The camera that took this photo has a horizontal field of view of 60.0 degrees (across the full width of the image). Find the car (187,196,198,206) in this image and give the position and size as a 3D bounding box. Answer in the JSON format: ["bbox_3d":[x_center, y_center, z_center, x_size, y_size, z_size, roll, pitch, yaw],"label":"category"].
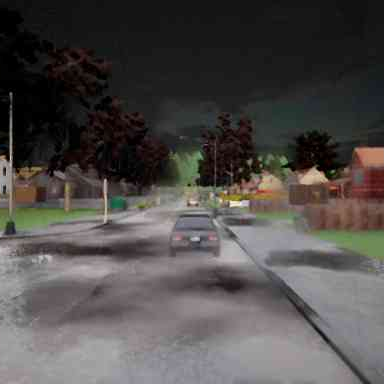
[{"bbox_3d":[0.095,1.813,58.385,1.895,1.301,4.718,0,0,0],"label":"car"}]

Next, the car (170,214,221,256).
[{"bbox_3d":[0.100,1.596,13.347,2.033,1.411,5.357,0,0,0],"label":"car"}]

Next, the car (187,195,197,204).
[{"bbox_3d":[-0.004,1.602,68.362,2.097,1.767,4.553,0,0,0],"label":"car"}]
